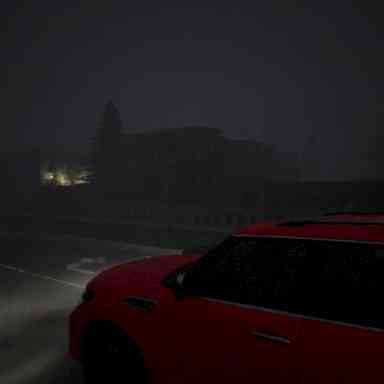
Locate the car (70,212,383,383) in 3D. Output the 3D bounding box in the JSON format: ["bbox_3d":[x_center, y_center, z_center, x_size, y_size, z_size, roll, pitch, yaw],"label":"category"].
[{"bbox_3d":[1.235,1.221,3.113,5.566,2.045,2.150,0,0,35],"label":"car"}]

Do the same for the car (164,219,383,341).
[{"bbox_3d":[1.889,1.505,6.943,4.892,1.490,1.837,1,0,36],"label":"car"}]
